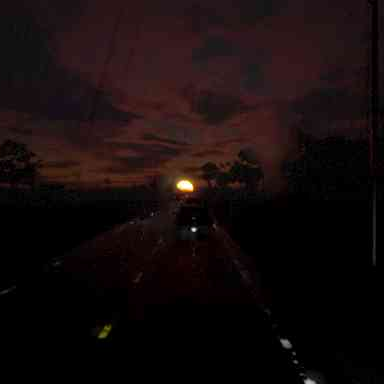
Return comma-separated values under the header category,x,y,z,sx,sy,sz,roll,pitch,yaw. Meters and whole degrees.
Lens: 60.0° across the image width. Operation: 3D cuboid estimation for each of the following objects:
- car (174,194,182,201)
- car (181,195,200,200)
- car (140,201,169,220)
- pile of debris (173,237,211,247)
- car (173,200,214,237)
category,x,y,z,sx,sy,sz,roll,pitch,yaw
car,-2.743,1.095,68.295,1.882,1.535,5.008,0,0,0
car,0.103,1.311,33.542,1.837,1.490,4.892,0,0,0
car,-2.845,1.413,25.973,1.994,1.385,4.181,0,0,0
pile of debris,0.002,2.092,14.110,1.500,0.140,1.860,0,0,0
car,0.089,1.404,17.251,1.837,1.490,4.892,0,0,0
